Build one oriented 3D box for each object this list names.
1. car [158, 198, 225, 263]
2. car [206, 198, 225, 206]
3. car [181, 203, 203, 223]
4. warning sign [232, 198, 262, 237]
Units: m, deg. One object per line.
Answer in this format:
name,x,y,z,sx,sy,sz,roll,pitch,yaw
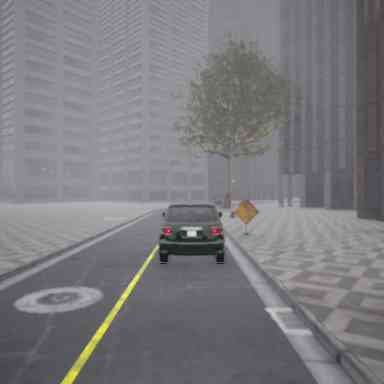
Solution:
car,0.010,1.343,12.593,2.150,2.045,5.566,0,0,0
car,4.713,1.930,66.216,1.812,1.442,4.674,0,0,31
car,0.027,1.762,28.897,1.812,1.442,4.674,0,0,1
warning sign,2.723,1.268,16.685,1.300,1.860,1.060,0,0,0
